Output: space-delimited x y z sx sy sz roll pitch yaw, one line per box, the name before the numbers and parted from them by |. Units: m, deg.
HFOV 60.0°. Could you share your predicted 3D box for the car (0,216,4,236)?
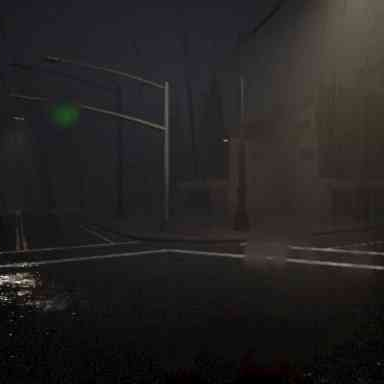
car | -9.807 1.535 15.247 2.128 1.511 4.902 0 1 -28
